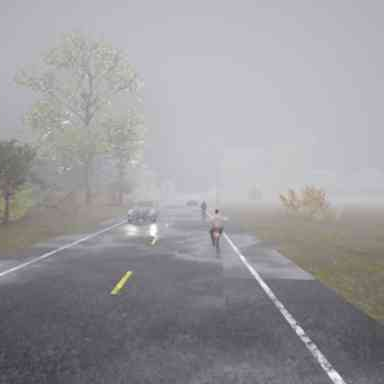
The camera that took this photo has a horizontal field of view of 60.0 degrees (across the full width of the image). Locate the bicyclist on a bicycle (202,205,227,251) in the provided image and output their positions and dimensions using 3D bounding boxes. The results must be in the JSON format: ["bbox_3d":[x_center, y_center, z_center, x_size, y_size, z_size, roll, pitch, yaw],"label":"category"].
[{"bbox_3d":[0.975,1.473,13.246,0.866,1.612,1.509,0,0,0],"label":"bicyclist on a bicycle"}]

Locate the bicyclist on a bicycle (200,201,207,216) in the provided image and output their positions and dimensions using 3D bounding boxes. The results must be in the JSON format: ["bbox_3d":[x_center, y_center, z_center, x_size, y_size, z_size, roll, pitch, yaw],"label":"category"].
[{"bbox_3d":[0.953,1.522,27.006,0.582,1.620,1.656,0,0,0],"label":"bicyclist on a bicycle"}]

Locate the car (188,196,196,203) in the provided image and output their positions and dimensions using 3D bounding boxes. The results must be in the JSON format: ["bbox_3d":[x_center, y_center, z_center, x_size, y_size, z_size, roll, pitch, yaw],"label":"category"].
[{"bbox_3d":[-0.026,1.684,73.587,1.812,1.442,4.674,0,0,0],"label":"car"}]

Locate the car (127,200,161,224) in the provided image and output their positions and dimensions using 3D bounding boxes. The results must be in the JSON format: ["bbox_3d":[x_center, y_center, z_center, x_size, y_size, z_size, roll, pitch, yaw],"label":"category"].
[{"bbox_3d":[-3.606,1.418,25.690,2.097,1.767,4.553,0,0,0],"label":"car"}]

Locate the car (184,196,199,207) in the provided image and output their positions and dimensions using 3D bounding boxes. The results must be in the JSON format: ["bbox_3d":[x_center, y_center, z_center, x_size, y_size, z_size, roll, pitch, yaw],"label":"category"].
[{"bbox_3d":[0.079,1.654,55.442,1.812,1.442,4.674,0,0,0],"label":"car"}]
